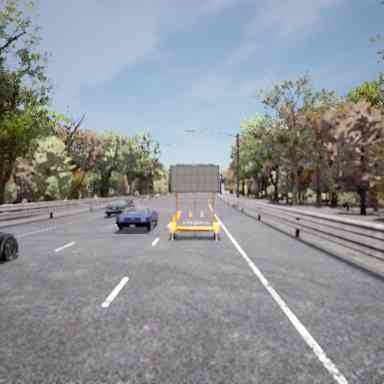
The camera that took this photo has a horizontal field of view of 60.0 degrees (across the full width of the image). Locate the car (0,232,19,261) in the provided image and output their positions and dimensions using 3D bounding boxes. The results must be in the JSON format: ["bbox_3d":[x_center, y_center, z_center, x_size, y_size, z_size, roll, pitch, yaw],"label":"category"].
[{"bbox_3d":[-6.822,1.539,9.475,1.994,1.385,4.181,0,0,1],"label":"car"}]

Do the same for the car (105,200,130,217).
[{"bbox_3d":[-6.485,1.460,30.570,2.033,1.411,5.357,0,0,2],"label":"car"}]

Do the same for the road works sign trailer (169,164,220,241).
[{"bbox_3d":[0.149,0.419,16.307,2.380,3.560,2.880,0,0,2],"label":"road works sign trailer"}]

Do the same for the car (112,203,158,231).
[{"bbox_3d":[-3.190,1.544,20.308,1.895,1.301,4.718,0,0,1],"label":"car"}]
